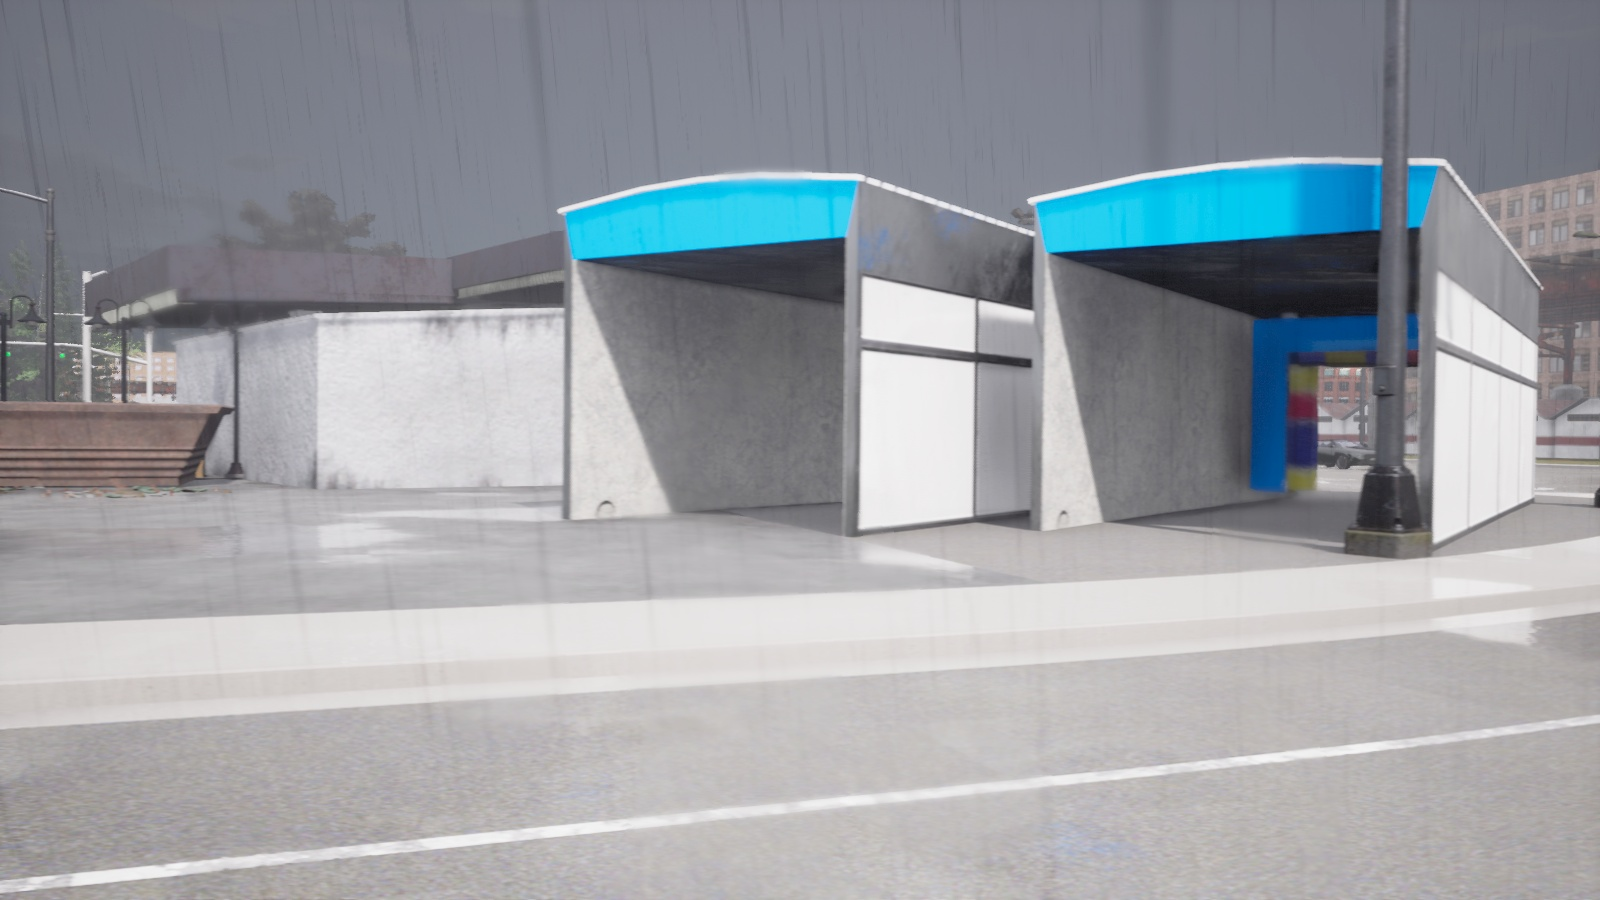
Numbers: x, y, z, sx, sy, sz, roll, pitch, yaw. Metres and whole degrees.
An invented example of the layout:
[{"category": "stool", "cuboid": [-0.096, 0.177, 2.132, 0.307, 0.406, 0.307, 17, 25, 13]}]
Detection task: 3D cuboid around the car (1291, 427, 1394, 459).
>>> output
[{"category": "car", "cuboid": [24.925, -0.345, 57.832, 1.994, 1.385, 4.181, -1, 1, -20]}]
